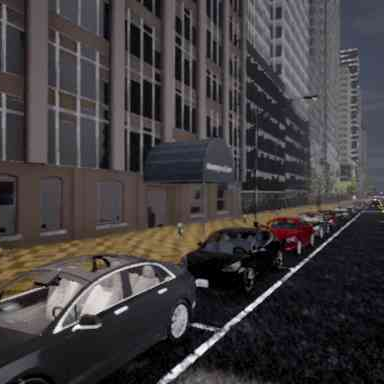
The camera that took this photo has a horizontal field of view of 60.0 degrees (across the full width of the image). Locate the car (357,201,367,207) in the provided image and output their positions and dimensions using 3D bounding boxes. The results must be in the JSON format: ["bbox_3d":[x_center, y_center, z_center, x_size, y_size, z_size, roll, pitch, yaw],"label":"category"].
[{"bbox_3d":[40.212,2.869,78.738,1.947,1.339,4.313,-1,-1,29],"label":"car"}]

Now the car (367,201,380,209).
[{"bbox_3d":[37.216,2.649,67.885,1.837,1.490,4.892,0,-1,29],"label":"car"}]

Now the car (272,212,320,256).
[{"bbox_3d":[4.058,1.760,14.309,1.887,1.381,4.507,-1,-1,29],"label":"car"}]

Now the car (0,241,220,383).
[{"bbox_3d":[-1.504,1.598,4.397,2.008,1.369,4.403,-1,-1,29],"label":"car"}]

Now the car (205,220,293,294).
[{"bbox_3d":[1.277,1.697,9.353,1.947,1.339,4.313,-1,-1,29],"label":"car"}]

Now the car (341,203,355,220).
[{"bbox_3d":[15.182,2.102,34.133,2.008,1.369,4.403,-1,-1,29],"label":"car"}]

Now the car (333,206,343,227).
[{"bbox_3d":[9.620,1.965,24.221,1.802,1.307,4.206,-1,-1,29],"label":"car"}]

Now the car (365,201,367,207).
[{"bbox_3d":[34.567,2.660,68.678,1.752,1.417,4.829,-1,-1,29],"label":"car"}]

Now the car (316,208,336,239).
[{"bbox_3d":[6.838,1.850,19.265,2.008,1.369,4.403,-1,-1,29],"label":"car"}]

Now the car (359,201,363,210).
[{"bbox_3d":[26.307,2.468,53.957,1.802,1.307,4.206,-1,-1,29],"label":"car"}]

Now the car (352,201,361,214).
[{"bbox_3d":[20.744,2.270,44.045,2.008,1.369,4.403,-1,-1,29],"label":"car"}]

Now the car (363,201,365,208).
[{"bbox_3d":[29.088,2.410,58.915,1.967,1.590,4.097,-1,-1,29],"label":"car"}]
